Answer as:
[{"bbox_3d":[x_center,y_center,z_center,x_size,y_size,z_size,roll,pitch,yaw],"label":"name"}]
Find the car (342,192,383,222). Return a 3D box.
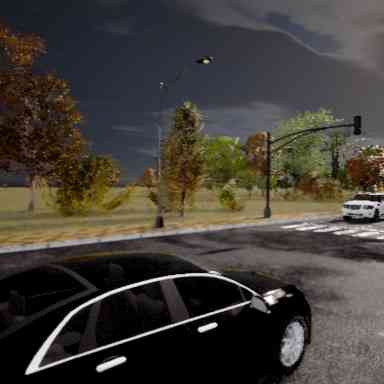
[{"bbox_3d":[13.272,1.037,24.661,5.566,2.045,2.150,0,1,-41],"label":"car"}]

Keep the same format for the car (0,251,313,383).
[{"bbox_3d":[-0.477,1.439,3.663,4.892,1.490,1.837,-1,2,-43],"label":"car"}]
